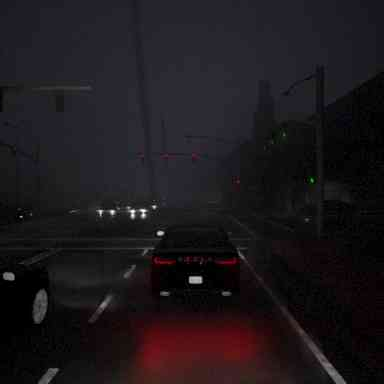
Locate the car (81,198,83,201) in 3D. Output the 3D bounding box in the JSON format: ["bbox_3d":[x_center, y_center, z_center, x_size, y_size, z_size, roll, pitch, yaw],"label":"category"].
[{"bbox_3d":[-24.888,1.395,69.503,3.806,1.475,1.970,0,0,0],"label":"car"}]

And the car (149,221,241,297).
[{"bbox_3d":[0.070,1.478,8.635,1.882,1.535,5.008,0,0,0],"label":"car"}]

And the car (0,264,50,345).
[{"bbox_3d":[-3.440,1.478,3.903,1.882,1.535,5.008,0,0,0],"label":"car"}]

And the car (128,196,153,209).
[{"bbox_3d":[-7.157,1.600,46.712,1.895,1.301,4.718,0,0,1],"label":"car"}]

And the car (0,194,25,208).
[{"bbox_3d":[-24.946,1.153,44.090,4.605,1.855,1.932,0,0,0],"label":"car"}]

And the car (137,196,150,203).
[{"bbox_3d":[-10.016,1.525,68.618,1.812,1.442,4.674,0,0,2],"label":"car"}]

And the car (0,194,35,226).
[{"bbox_3d":[-13.932,1.224,23.046,5.566,2.045,2.150,0,0,-1],"label":"car"}]

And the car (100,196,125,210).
[{"bbox_3d":[-10.705,1.504,44.077,1.837,1.490,4.892,0,0,1],"label":"car"}]

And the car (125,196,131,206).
[{"bbox_3d":[-10.513,1.353,53.079,2.097,1.767,4.553,0,0,2],"label":"car"}]

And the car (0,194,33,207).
[{"bbox_3d":[-24.888,1.156,46.985,3.866,1.878,1.905,0,0,0],"label":"car"}]

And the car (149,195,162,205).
[{"bbox_3d":[-6.910,1.352,56.520,2.097,1.767,4.553,0,0,2],"label":"car"}]

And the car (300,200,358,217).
[{"bbox_3d":[12.661,1.477,30.894,5.008,1.535,1.882,0,0,0],"label":"car"}]

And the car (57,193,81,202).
[{"bbox_3d":[-24.903,1.156,66.608,3.866,1.878,1.905,0,0,0],"label":"car"}]

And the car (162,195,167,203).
[{"bbox_3d":[-6.500,1.351,69.122,2.097,1.767,4.553,0,0,2],"label":"car"}]
